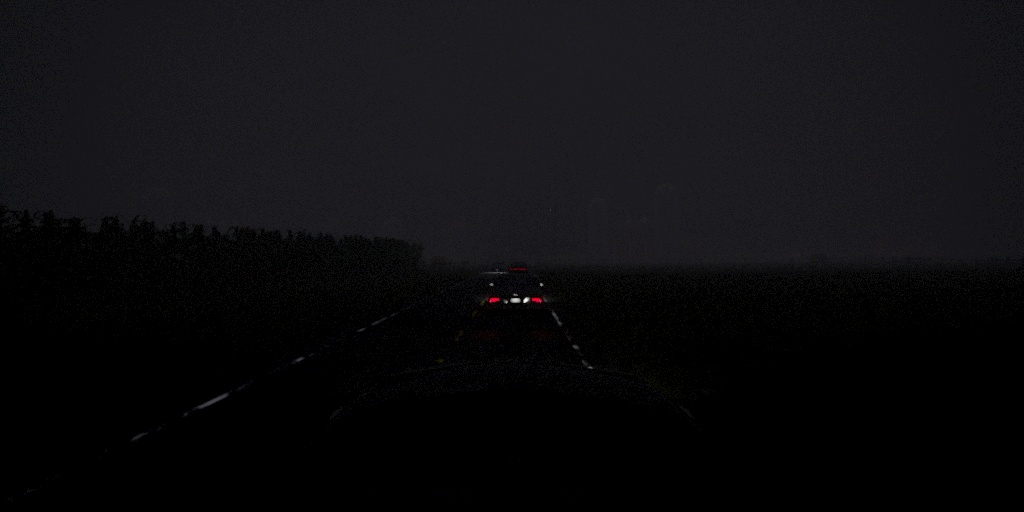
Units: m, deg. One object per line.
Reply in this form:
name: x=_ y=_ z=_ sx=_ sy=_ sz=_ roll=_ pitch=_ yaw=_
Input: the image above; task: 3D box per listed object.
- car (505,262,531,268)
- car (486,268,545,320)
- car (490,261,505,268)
car: x=0.625 y=1.287 z=32.807 sx=1.837 sy=1.490 sz=4.892 roll=0 pitch=0 yaw=2
car: x=0.150 y=1.309 z=12.719 sx=2.033 sy=1.411 sz=5.357 roll=0 pitch=0 yaw=1
car: x=-1.747 y=1.344 z=47.165 sx=2.033 sy=1.411 sz=5.357 roll=0 pitch=0 yaw=3
